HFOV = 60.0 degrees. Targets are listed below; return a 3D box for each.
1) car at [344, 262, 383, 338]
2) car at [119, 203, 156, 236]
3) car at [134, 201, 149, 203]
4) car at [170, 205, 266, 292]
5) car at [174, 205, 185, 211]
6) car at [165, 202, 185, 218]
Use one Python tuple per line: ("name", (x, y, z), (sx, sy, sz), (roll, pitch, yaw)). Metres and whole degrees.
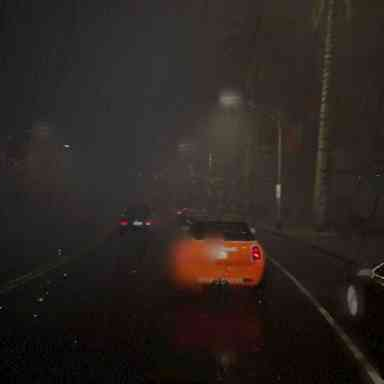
("car", (3.622, 1.583, 4.479), (1.837, 1.490, 4.892), (1, 0, 7))
("car", (-3.061, 1.610, 18.878), (2.033, 1.411, 5.357), (1, 0, -8))
("car", (-4.619, 1.582, 30.257), (1.882, 1.535, 5.008), (1, 0, -8))
("car", (0.750, 1.417, 9.412), (2.097, 1.767, 4.553), (1, 0, 3))
("car", (0.110, 1.723, 21.163), (1.895, 1.301, 4.718), (1, 0, -6))
("car", (-1.403, 1.685, 31.734), (1.812, 1.442, 4.674), (1, 0, -8))
